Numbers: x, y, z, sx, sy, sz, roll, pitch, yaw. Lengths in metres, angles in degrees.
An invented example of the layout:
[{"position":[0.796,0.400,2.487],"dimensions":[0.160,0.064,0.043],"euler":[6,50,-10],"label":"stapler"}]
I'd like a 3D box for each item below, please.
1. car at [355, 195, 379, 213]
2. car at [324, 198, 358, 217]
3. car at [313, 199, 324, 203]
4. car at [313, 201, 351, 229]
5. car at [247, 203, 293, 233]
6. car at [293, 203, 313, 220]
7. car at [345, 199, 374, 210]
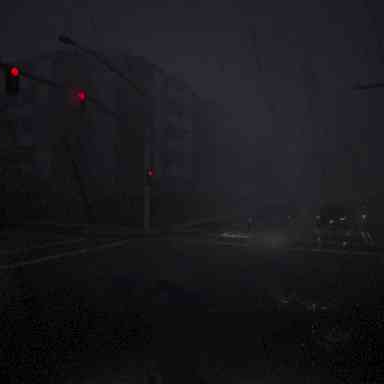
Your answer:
[{"position":[20.777,1.360,40.131],"dimensions":[2.150,2.045,5.566],"euler":[0,0,45],"label":"car"},{"position":[13.925,1.588,30.936],"dimensions":[1.882,1.535,5.008],"euler":[0,0,31],"label":"car"},{"position":[15.203,1.647,38.976],"dimensions":[1.837,1.490,4.892],"euler":[0,-1,39],"label":"car"},{"position":[9.582,1.586,22.560],"dimensions":[1.837,1.490,4.892],"euler":[0,0,26],"label":"car"},{"position":[4.858,1.606,20.788],"dimensions":[1.812,1.442,4.674],"euler":[0,0,25],"label":"car"},{"position":[9.037,1.658,29.420],"dimensions":[2.033,1.411,5.357],"euler":[0,0,27],"label":"car"},{"position":[23.963,1.691,47.525],"dimensions":[4.674,1.442,1.812],"euler":[0,0,-37],"label":"car"}]
